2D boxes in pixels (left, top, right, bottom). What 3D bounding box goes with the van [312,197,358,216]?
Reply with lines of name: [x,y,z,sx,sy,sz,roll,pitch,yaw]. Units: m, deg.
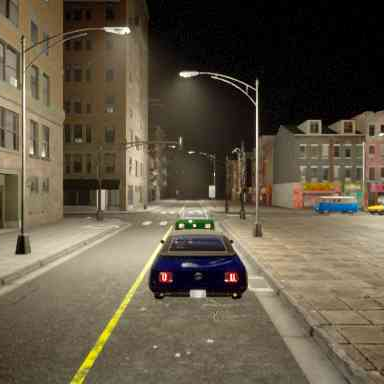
van: [13.835,1.337,32.107,3.998,1.788,1.690,0,0,0]

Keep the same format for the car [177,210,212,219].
car: [0.153,1.600,17.640,1.895,1.301,4.718,0,0,1]

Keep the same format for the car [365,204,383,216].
car: [19.277,1.517,32.082,4.829,1.417,1.752,0,0,0]

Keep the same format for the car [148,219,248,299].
car: [0.123,1.601,8.386,1.895,1.301,4.718,0,0,0]
